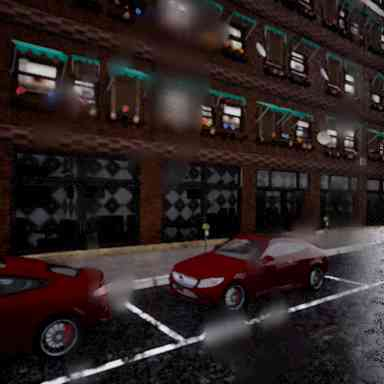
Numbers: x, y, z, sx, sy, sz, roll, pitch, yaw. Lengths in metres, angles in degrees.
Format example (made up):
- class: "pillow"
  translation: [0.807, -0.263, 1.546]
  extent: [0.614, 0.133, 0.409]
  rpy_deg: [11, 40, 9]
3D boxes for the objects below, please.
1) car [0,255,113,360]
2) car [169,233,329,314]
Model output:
- class: "car"
  translation: [-3.171, 1.581, 4.424]
  extent: [4.206, 1.307, 1.802]
  rpy_deg: [1, 0, -35]
- class: "car"
  translation: [1.475, 1.634, 7.662]
  extent: [4.206, 1.307, 1.802]
  rpy_deg: [1, 0, -35]
